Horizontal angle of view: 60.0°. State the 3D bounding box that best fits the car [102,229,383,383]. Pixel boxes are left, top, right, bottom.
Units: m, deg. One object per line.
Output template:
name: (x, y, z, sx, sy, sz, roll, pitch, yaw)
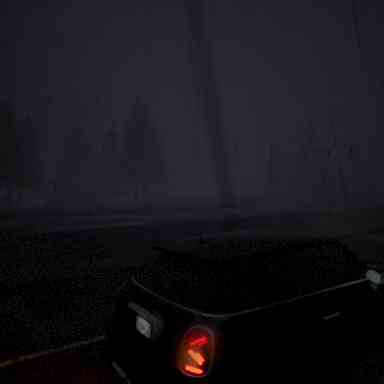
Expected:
car: (1.260, 1.297, 4.453, 4.553, 1.767, 2.097, -1, 1, -35)
